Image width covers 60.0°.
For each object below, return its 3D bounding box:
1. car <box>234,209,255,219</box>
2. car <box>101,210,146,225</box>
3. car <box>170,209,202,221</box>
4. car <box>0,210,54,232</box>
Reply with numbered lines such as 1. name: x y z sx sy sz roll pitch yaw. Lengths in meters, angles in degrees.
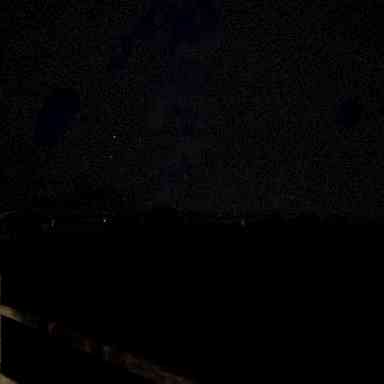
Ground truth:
1. car: 8.415 3.535 53.066 1.837 1.490 4.892 0 -3 36
2. car: -6.529 2.452 32.313 2.128 1.511 4.902 0 -2 35
3. car: -0.651 2.864 40.526 2.128 1.511 4.902 0 -2 36
4. car: -12.430 2.058 23.964 1.837 1.490 4.892 0 -2 34
